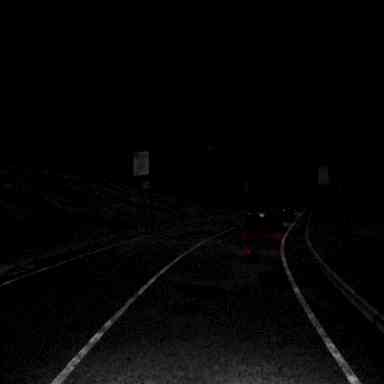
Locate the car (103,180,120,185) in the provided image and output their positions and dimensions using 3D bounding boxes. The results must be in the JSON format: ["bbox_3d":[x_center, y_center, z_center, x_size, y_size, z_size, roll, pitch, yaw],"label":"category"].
[{"bbox_3d":[-15.847,-1.557,62.902,2.002,1.452,4.674,0,-3,6],"label":"car"}]

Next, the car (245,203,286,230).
[{"bbox_3d":[4.911,1.489,22.225,2.097,1.767,4.553,-1,-1,18],"label":"car"}]

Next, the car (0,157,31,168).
[{"bbox_3d":[-20.031,-2.950,35.556,2.002,1.452,4.674,0,-2,12],"label":"car"}]

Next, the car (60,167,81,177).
[{"bbox_3d":[-18.017,-2.625,46.424,2.185,1.767,4.553,0,-3,10],"label":"car"}]

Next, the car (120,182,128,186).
[{"bbox_3d":[-15.347,-1.213,68.411,2.002,1.452,4.674,0,-4,5],"label":"car"}]

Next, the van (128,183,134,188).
[{"bbox_3d":[-14.917,-1.102,74.072,1.878,1.987,4.442,0,-4,4],"label":"van"}]

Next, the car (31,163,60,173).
[{"bbox_3d":[-18.983,-2.758,40.872,2.231,1.521,4.892,0,-2,11],"label":"car"}]

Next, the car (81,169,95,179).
[{"bbox_3d":[-17.157,-2.469,51.968,2.435,2.045,5.566,0,-3,9],"label":"car"}]

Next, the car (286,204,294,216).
[{"bbox_3d":[10.814,2.066,38.991,1.994,1.385,4.181,-1,-1,20],"label":"car"}]
